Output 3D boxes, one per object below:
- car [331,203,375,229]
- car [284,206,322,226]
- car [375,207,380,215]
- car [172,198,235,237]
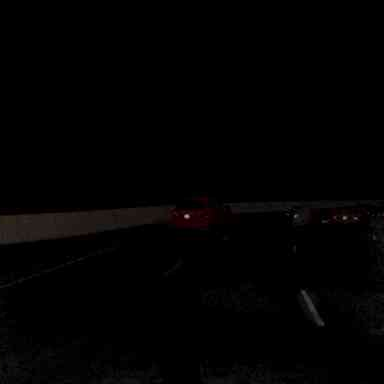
[{"bbox_3d":[11.293,1.743,23.559,2.033,1.411,5.357,0,0,34],"label":"car"},{"bbox_3d":[8.532,1.752,25.338,1.994,1.385,4.181,0,-1,33],"label":"car"},{"bbox_3d":[18.692,1.872,36.162,4.181,1.385,1.994,1,0,-41],"label":"car"},{"bbox_3d":[0.797,1.332,19.129,2.150,2.045,5.566,0,0,23],"label":"car"}]
